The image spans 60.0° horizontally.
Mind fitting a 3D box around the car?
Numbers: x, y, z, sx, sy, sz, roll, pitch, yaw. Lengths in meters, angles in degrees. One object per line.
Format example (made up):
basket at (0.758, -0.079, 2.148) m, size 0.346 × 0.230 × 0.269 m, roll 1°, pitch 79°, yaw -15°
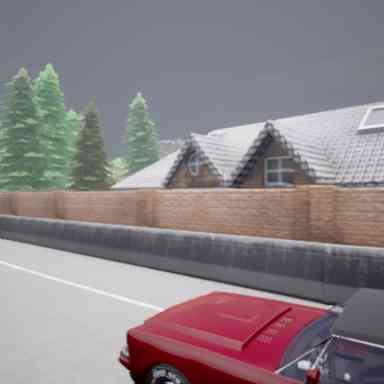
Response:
car at (1.548, 1.618, 2.937) m, size 4.718 × 1.301 × 1.895 m, roll -1°, pitch -1°, yaw 36°
